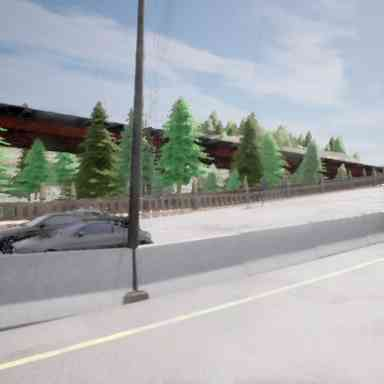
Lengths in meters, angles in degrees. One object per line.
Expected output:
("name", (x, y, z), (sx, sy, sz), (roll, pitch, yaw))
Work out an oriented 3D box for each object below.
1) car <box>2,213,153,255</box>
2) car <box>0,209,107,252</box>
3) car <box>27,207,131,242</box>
("car", (-3.270, 1.548, 10.257), (4.181, 1.385, 1.994), (-1, 0, -35))
("car", (-5.413, 1.511, 13.027), (4.674, 1.442, 1.812), (-1, 0, -35))
("car", (-5.724, 1.555, 17.104), (4.718, 1.301, 1.895), (-1, 1, -35))
